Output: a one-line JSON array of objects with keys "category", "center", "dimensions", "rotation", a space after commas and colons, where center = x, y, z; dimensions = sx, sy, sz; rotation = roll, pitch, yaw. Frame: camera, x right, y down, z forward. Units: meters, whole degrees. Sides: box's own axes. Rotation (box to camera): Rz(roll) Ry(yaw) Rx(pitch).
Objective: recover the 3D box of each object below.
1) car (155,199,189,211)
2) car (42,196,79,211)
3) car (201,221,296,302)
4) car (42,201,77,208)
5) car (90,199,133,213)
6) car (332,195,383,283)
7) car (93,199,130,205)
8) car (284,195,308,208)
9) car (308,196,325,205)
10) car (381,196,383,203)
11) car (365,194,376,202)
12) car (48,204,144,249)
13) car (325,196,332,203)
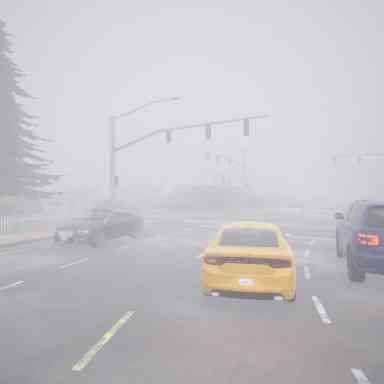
[{"category": "car", "center": [-2.547, 1.581, 42.255], "dimensions": [4.674, 1.442, 1.812], "rotation": [0, 0, 33]}, {"category": "car", "center": [-17.011, 1.407, 42.979], "dimensions": [4.553, 1.767, 2.097], "rotation": [0, 0, 32]}, {"category": "car", "center": [1.498, 1.478, 8.449], "dimensions": [1.882, 1.535, 5.008], "rotation": [0, 0, 12]}, {"category": "car", "center": [-15.074, 1.581, 37.643], "dimensions": [4.674, 1.442, 1.812], "rotation": [0, 0, 32]}, {"category": "car", "center": [-9.289, 1.560, 38.163], "dimensions": [4.892, 1.490, 1.837], "rotation": [0, 0, 32]}, {"category": "car", "center": [5.462, 1.221, 9.478], "dimensions": [2.150, 2.045, 5.566], "rotation": [0, 0, 19]}, {"category": "car", "center": [-7.227, 1.560, 32.745], "dimensions": [4.892, 1.490, 1.837], "rotation": [0, 0, 34]}, {"category": "car", "center": [14.666, 1.563, 47.281], "dimensions": [1.994, 1.385, 4.181], "rotation": [0, 0, 32]}, {"category": "car", "center": [21.644, 1.525, 58.600], "dimensions": [1.812, 1.442, 4.674], "rotation": [0, 0, 32]}, {"category": "car", "center": [40.544, 1.540, 69.224], "dimensions": [2.033, 1.411, 5.357], "rotation": [0, 0, 32]}, {"category": "car", "center": [42.877, 1.355, 79.727], "dimensions": [2.097, 1.767, 4.553], "rotation": [0, 0, 32]}, {"category": "car", "center": [-3.938, 1.491, 14.825], "dimensions": [2.128, 1.511, 4.902], "rotation": [0, 0, 22]}, {"category": "car", "center": [27.491, 1.540, 68.022], "dimensions": [2.033, 1.411, 5.357], "rotation": [0, 0, 32]}]
